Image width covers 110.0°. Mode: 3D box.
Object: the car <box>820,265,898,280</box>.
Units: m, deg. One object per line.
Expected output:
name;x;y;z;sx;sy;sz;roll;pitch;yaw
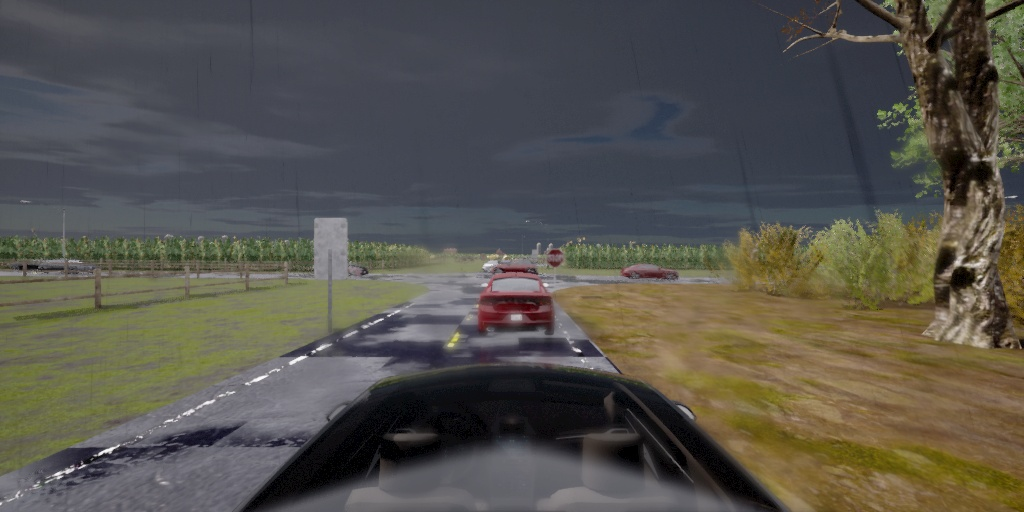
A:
car;31.073;1.507;32.155;5.357;1.411;2.033;0;0;6

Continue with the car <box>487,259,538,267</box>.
car;0.243;1.119;34.877;4.553;1.767;2.097;0;0;4

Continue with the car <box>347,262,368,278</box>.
car;-15.144;1.218;32.120;4.181;1.385;1.994;0;0;3

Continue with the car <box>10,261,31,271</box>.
car;-49.222;1.015;37.474;4.718;1.301;1.895;0;0;3

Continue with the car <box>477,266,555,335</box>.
car;0.105;1.228;10.499;1.882;1.535;5.008;0;0;0

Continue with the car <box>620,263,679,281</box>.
car;11.566;1.357;30.288;4.674;1.442;1.812;0;0;5

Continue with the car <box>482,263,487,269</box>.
car;-2.445;1.291;46.541;1.812;1.442;4.674;0;0;11

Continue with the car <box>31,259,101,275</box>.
car;-41.090;0.992;33.330;4.674;1.442;1.812;0;0;3

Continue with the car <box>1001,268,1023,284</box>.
car;38.832;1.597;27.565;4.718;1.301;1.895;0;0;7

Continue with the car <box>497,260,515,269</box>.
car;-0.923;1.323;57.475;2.033;1.411;5.357;0;0;8
